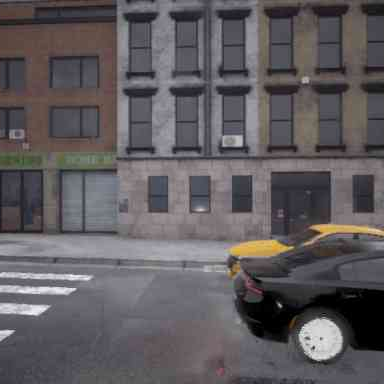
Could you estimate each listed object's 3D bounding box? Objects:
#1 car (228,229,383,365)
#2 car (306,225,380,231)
[{"bbox_3d":[3.167,1.526,5.173,5.008,1.535,1.882,1,0,3],"label":"car"},{"bbox_3d":[3.391,1.548,8.113,5.008,1.535,1.882,1,0,3],"label":"car"}]
